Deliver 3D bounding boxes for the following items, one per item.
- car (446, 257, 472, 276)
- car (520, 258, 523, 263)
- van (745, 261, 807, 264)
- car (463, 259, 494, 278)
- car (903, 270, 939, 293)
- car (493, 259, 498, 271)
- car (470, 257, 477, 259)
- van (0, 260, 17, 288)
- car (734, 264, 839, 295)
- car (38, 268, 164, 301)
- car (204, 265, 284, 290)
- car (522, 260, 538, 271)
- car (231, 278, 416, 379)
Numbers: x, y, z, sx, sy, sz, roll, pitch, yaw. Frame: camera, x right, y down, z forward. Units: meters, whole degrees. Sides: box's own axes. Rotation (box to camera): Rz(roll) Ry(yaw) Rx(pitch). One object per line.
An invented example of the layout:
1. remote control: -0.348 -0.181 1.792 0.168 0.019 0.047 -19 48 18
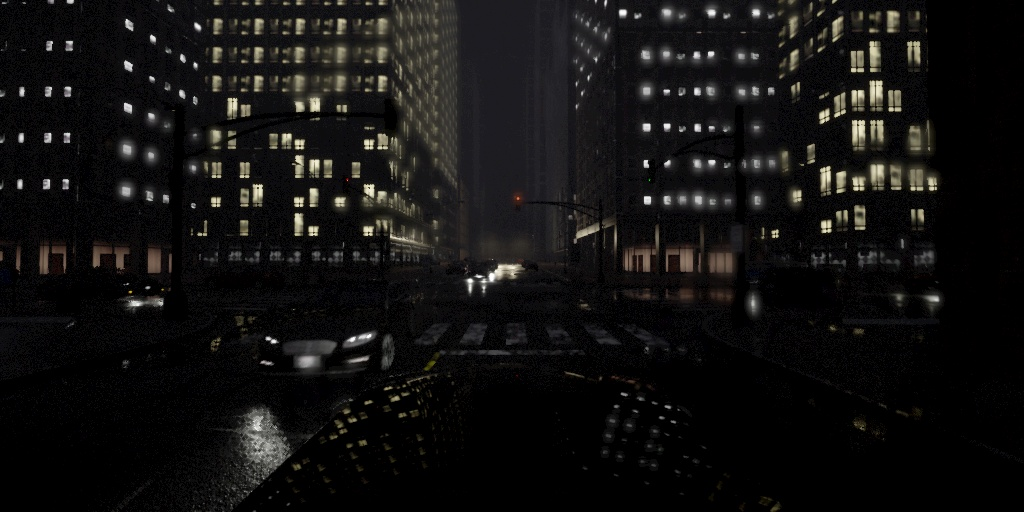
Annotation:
1. car: -5.706 1.203 37.576 1.967 1.591 4.097 0 0 0
2. car: 2.665 1.298 60.118 1.751 1.417 4.829 0 0 0
3. van: 15.972 1.210 22.075 3.998 1.789 1.690 0 0 0
4. car: -3.117 1.310 34.497 2.033 1.411 5.357 0 0 0
5. car: 24.345 1.313 19.482 5.008 1.535 1.882 0 -1 0
6. car: -3.119 1.367 44.407 1.895 1.301 4.718 0 0 0
7. car: -5.712 1.083 48.726 2.192 1.841 5.009 0 0 0
8. van: -33.447 1.132 22.164 3.998 1.789 1.690 0 0 0
9. car: 14.865 1.321 19.503 4.892 1.490 1.837 0 -1 0
10. car: -18.608 1.262 16.363 4.181 1.385 1.994 0 -1 0
11. car: -16.502 1.255 22.134 4.097 1.591 1.967 0 0 0
12. car: 2.669 1.350 48.792 1.802 1.307 4.207 0 0 0
13. car: -3.222 1.243 7.537 2.128 1.511 4.902 0 0 -7
